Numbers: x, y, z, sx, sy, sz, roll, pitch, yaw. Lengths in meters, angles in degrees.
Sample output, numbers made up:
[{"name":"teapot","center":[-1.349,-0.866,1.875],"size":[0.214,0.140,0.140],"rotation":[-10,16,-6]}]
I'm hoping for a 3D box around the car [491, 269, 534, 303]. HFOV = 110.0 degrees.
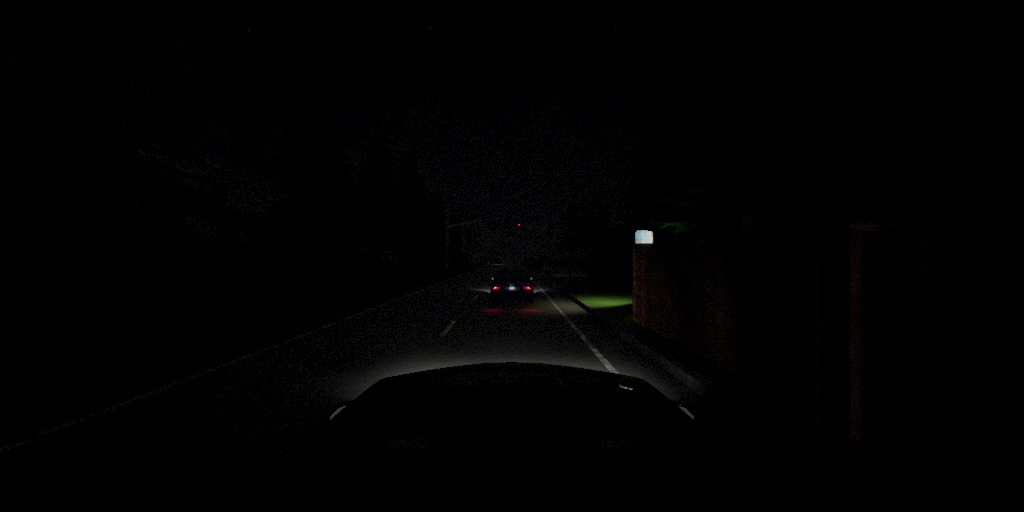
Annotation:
[{"name":"car","center":[0.000,1.310,16.500],"size":[2.033,1.411,5.357],"rotation":[0,0,0]}]
